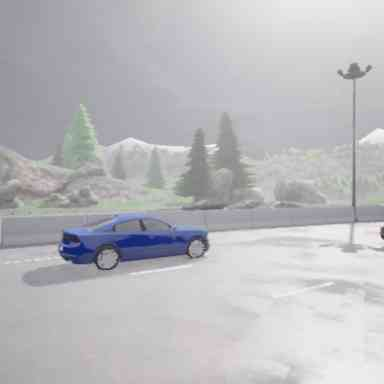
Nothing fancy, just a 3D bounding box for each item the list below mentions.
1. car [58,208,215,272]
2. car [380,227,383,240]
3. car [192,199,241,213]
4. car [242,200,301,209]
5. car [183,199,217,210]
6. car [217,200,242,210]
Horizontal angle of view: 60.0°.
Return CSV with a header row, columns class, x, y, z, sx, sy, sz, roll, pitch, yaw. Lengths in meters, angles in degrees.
class,x,y,z,sx,sy,sz,roll,pitch,yaw
car,-1.682,1.474,10.910,5.008,1.535,1.882,0,0,-34
car,10.099,1.634,13.897,4.718,1.301,1.895,0,0,-29
car,2.812,1.563,37.986,5.357,1.411,2.033,0,0,-27
car,7.145,1.519,28.401,4.902,1.511,2.128,0,0,-27
car,1.447,1.488,33.303,5.008,1.535,1.882,0,0,-28
car,5.200,1.514,31.331,4.902,1.511,2.128,0,0,-27
